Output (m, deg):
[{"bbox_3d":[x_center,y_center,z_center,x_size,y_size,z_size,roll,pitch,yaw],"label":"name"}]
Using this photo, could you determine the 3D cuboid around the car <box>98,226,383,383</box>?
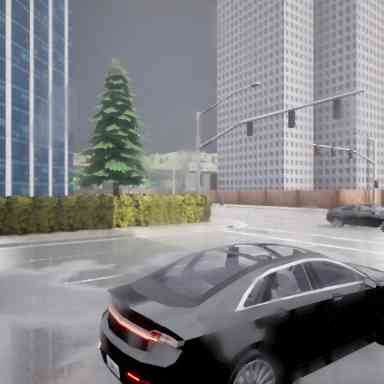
[{"bbox_3d":[1.207,1.492,4.667,4.902,1.511,2.128,0,0,-35],"label":"car"}]

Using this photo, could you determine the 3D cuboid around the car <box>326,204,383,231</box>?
[{"bbox_3d":[10.438,1.491,19.746,2.128,1.511,4.902,0,0,-35],"label":"car"}]
